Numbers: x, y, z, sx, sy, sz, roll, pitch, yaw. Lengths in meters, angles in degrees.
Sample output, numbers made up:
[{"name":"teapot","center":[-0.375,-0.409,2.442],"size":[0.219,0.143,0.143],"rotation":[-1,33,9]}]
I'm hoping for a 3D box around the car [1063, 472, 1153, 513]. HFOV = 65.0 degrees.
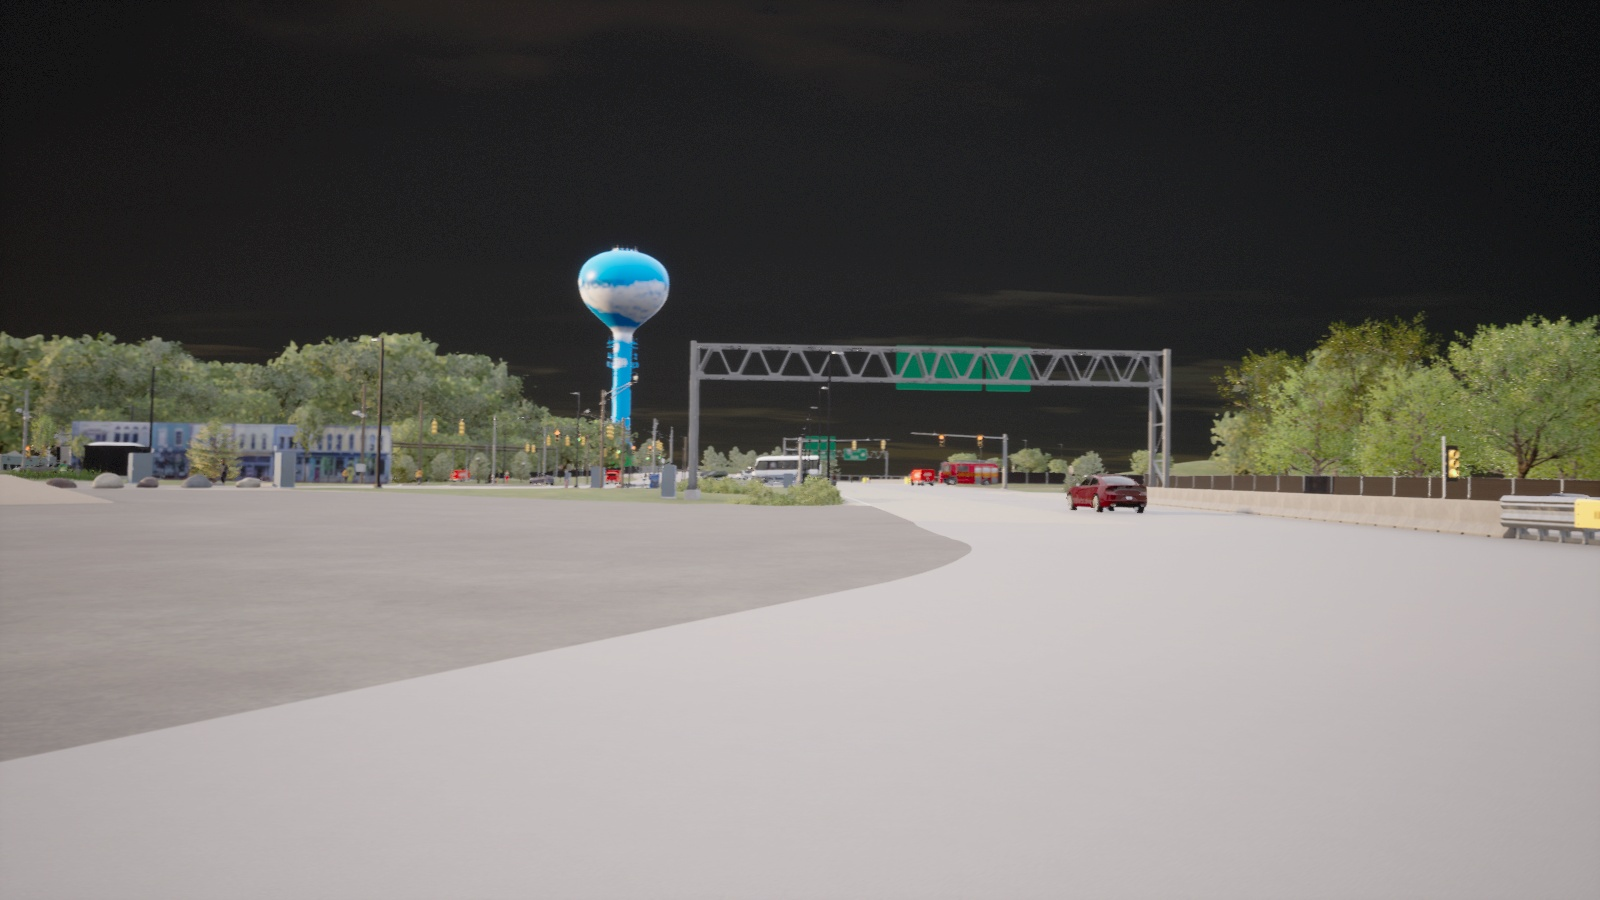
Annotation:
[{"name":"car","center":[12.391,1.683,50.872],"size":[1.882,1.535,5.008],"rotation":[1,-1,-7]}]
